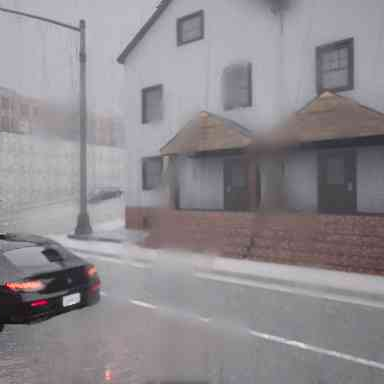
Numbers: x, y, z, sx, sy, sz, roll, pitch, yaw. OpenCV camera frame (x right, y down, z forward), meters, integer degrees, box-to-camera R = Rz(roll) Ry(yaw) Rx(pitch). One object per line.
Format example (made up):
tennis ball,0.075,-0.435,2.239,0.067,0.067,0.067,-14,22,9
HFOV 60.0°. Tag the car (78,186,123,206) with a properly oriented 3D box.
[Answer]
car,-8.773,0.262,32.091,1.812,1.442,4.674,0,10,35

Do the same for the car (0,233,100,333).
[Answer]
car,-3.794,1.572,6.671,4.674,1.442,1.812,0,0,36
